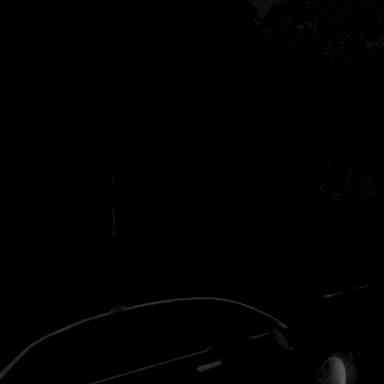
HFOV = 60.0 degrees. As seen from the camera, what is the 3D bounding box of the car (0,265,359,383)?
[{"bbox_3d":[-0.382,1.501,3.162,4.892,1.490,1.837,0,0,-34],"label":"car"}]
